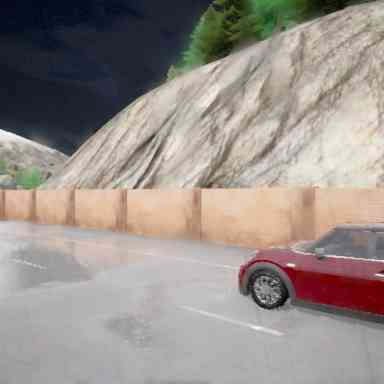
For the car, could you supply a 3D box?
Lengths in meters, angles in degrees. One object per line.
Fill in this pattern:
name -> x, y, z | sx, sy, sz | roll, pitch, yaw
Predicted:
car -> 3.149, 1.352, 6.220 | 4.553, 1.767, 2.097 | 0, 0, 38
